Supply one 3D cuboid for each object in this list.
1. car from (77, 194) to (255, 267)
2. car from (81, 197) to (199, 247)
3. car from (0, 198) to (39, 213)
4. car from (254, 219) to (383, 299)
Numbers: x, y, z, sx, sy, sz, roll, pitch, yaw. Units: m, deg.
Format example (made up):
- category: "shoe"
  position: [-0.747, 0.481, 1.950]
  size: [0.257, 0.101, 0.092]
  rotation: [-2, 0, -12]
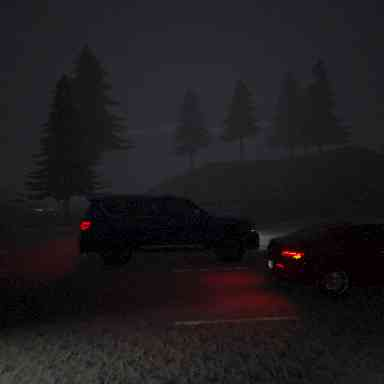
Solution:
- category: "car"
  position: [-0.731, 1.081, 10.617]
  size: [5.566, 2.045, 2.150]
  rotation: [-1, 1, -4]
- category: "car"
  position: [-2.075, 1.185, 14.034]
  size: [4.553, 1.767, 2.097]
  rotation: [-1, 1, -4]
- category: "car"
  position: [-18.228, 1.359, 34.466]
  size: [1.812, 1.442, 4.674]
  rotation: [0, 1, 30]
- category: "car"
  position: [3.997, 1.344, 7.443]
  size: [4.674, 1.442, 1.812]
  rotation: [-1, 1, -4]
